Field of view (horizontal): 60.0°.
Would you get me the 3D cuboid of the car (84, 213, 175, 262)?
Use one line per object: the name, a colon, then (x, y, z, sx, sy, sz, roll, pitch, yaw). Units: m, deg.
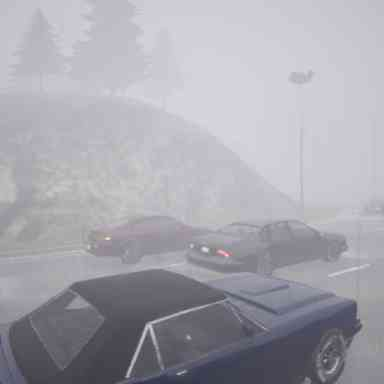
car: (-1.270, 1.455, 11.441, 4.674, 1.442, 1.812, -1, 0, -35)

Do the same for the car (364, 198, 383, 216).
car: (15.358, 1.204, 27.403, 1.994, 1.385, 4.181, 0, 1, 31)

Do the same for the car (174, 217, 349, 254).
car: (2.371, 1.452, 9.736, 5.357, 1.411, 2.033, -1, 1, -36)

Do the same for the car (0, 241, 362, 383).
car: (-0.178, 1.577, 3.618, 4.718, 1.301, 1.895, -1, 1, -35)
